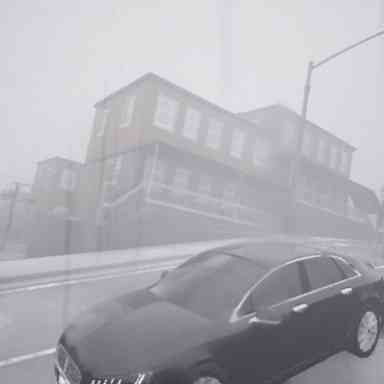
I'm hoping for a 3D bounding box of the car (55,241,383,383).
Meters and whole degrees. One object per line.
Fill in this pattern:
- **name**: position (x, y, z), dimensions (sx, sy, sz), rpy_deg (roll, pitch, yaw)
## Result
- **car**: position (0.770, 1.517, 4.512), dimensions (4.892, 1.490, 1.837), rpy_deg (0, 0, -35)
